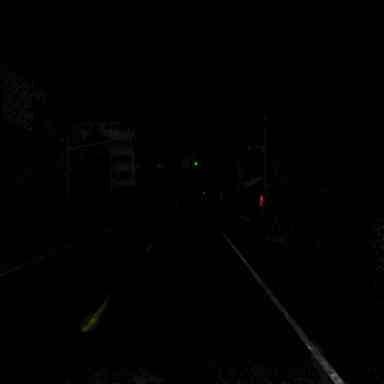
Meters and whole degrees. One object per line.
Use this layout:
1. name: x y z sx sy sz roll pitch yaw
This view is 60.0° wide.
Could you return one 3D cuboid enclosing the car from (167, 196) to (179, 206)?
1. car: -3.540 1.631 61.941 2.097 1.767 4.553 0 0 1
